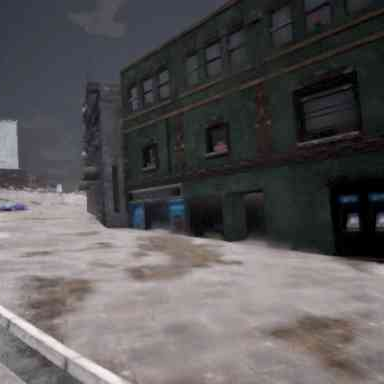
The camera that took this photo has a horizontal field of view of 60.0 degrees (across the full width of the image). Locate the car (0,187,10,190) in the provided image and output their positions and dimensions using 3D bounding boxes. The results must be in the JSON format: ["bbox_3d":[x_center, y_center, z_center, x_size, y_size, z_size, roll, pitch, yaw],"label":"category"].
[{"bbox_3d":[-45.403,-0.728,76.995,2.163,1.488,4.792,-5,-3,13],"label":"car"}]

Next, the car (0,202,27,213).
[{"bbox_3d":[-26.923,2.294,50.140,1.882,1.535,5.008,-4,-1,4],"label":"car"}]

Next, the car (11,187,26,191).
[{"bbox_3d":[-44.252,-0.497,82.389,2.002,1.452,4.674,-4,-3,12],"label":"car"}]
